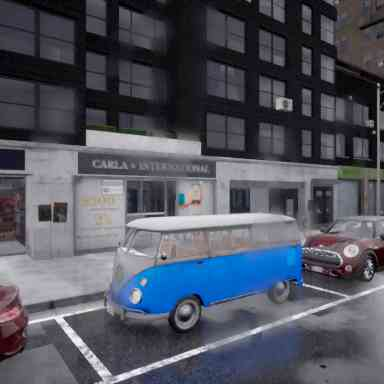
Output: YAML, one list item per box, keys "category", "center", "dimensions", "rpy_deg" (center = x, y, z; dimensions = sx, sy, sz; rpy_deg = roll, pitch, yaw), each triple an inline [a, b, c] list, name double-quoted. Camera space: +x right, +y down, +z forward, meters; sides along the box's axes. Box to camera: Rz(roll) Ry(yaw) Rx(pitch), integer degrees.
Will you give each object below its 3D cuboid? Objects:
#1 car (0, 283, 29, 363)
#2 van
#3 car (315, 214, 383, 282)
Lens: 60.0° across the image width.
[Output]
- category: "car"
  center: [-3.983, 1.582, 3.340]
  dimensions: [4.206, 1.307, 1.802]
  rpy_deg: [0, 0, -36]
- category: "van"
  center: [0.416, 1.341, 6.494]
  dimensions: [3.998, 1.788, 1.690]
  rpy_deg: [0, 0, -36]
- category: "car"
  center: [4.815, 1.440, 9.648]
  dimensions: [4.097, 1.590, 1.967]
  rpy_deg: [0, 0, -36]
